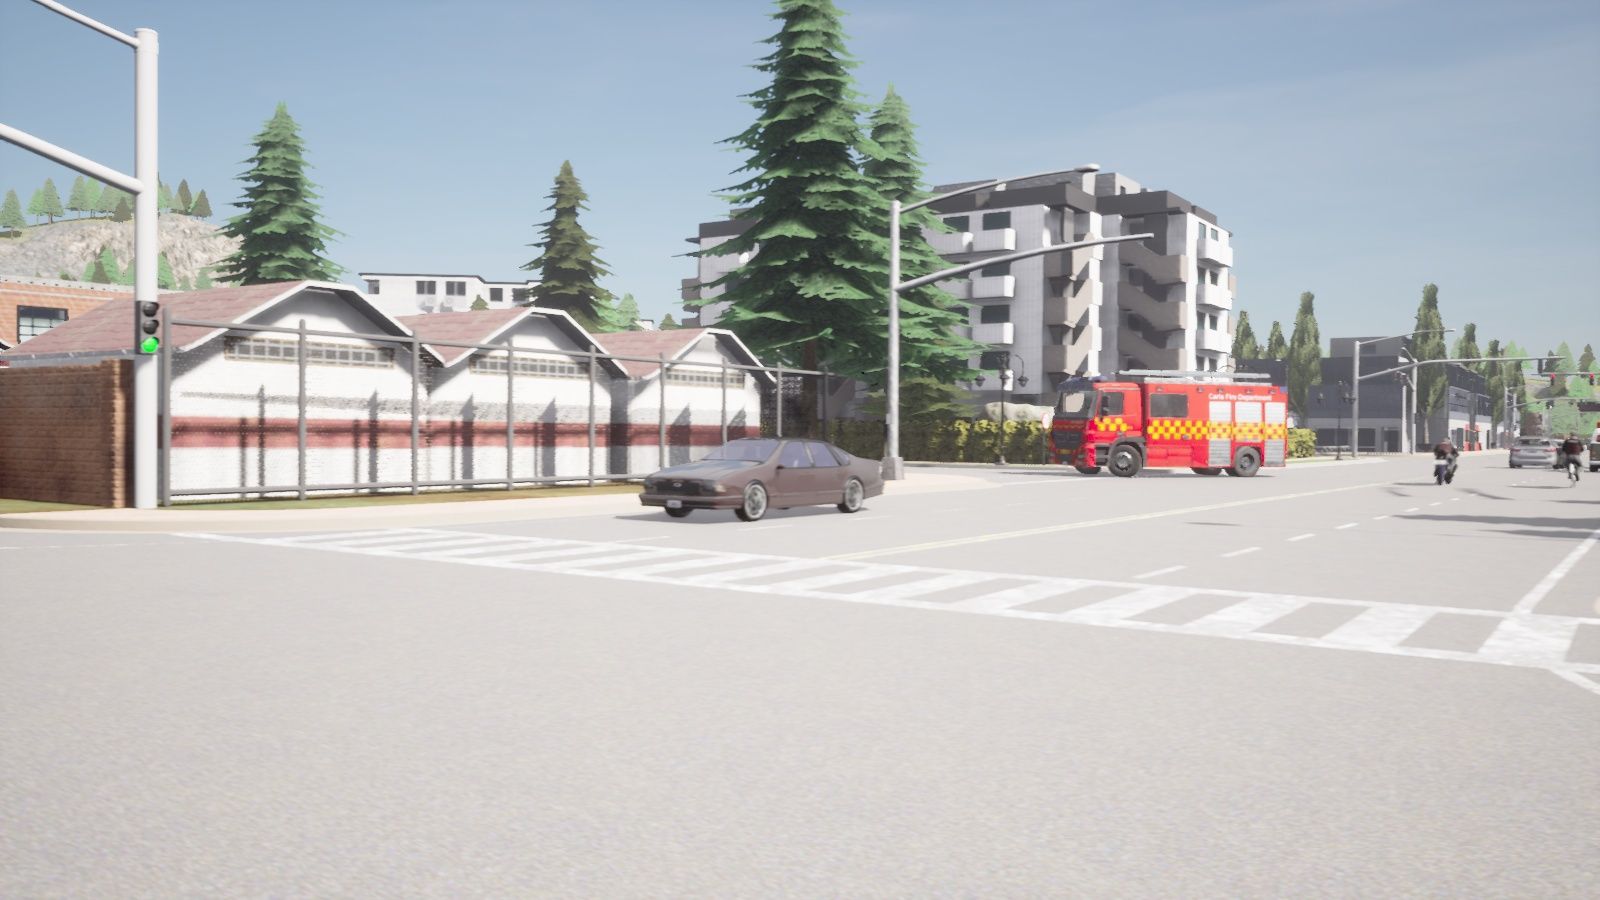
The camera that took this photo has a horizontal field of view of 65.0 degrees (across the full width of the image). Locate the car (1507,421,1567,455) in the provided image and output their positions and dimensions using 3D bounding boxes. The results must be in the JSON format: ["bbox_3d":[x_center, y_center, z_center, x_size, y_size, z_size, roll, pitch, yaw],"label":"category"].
[{"bbox_3d":[37.697,-0.641,64.156,2.242,1.667,4.611,0,1,36],"label":"car"}]

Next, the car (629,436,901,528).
[{"bbox_3d":[-0.454,0.476,22.506,2.033,1.411,5.357,0,1,35],"label":"car"}]

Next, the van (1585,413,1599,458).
[{"bbox_3d":[37.608,-0.677,57.979,2.069,2.038,4.480,0,1,35],"label":"van"}]

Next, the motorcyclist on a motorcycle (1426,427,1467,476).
[{"bbox_3d":[20.747,0.029,40.279,0.866,1.530,2.191,0,1,35],"label":"motorcyclist on a motorcycle"}]

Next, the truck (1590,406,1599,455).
[{"bbox_3d":[43.013,-1.040,65.595,2.627,2.467,5.204,0,1,35],"label":"truck"}]

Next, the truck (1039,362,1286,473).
[{"bbox_3d":[13.226,-1.188,45.926,8.468,3.827,2.891,-1,1,-17],"label":"truck"}]
